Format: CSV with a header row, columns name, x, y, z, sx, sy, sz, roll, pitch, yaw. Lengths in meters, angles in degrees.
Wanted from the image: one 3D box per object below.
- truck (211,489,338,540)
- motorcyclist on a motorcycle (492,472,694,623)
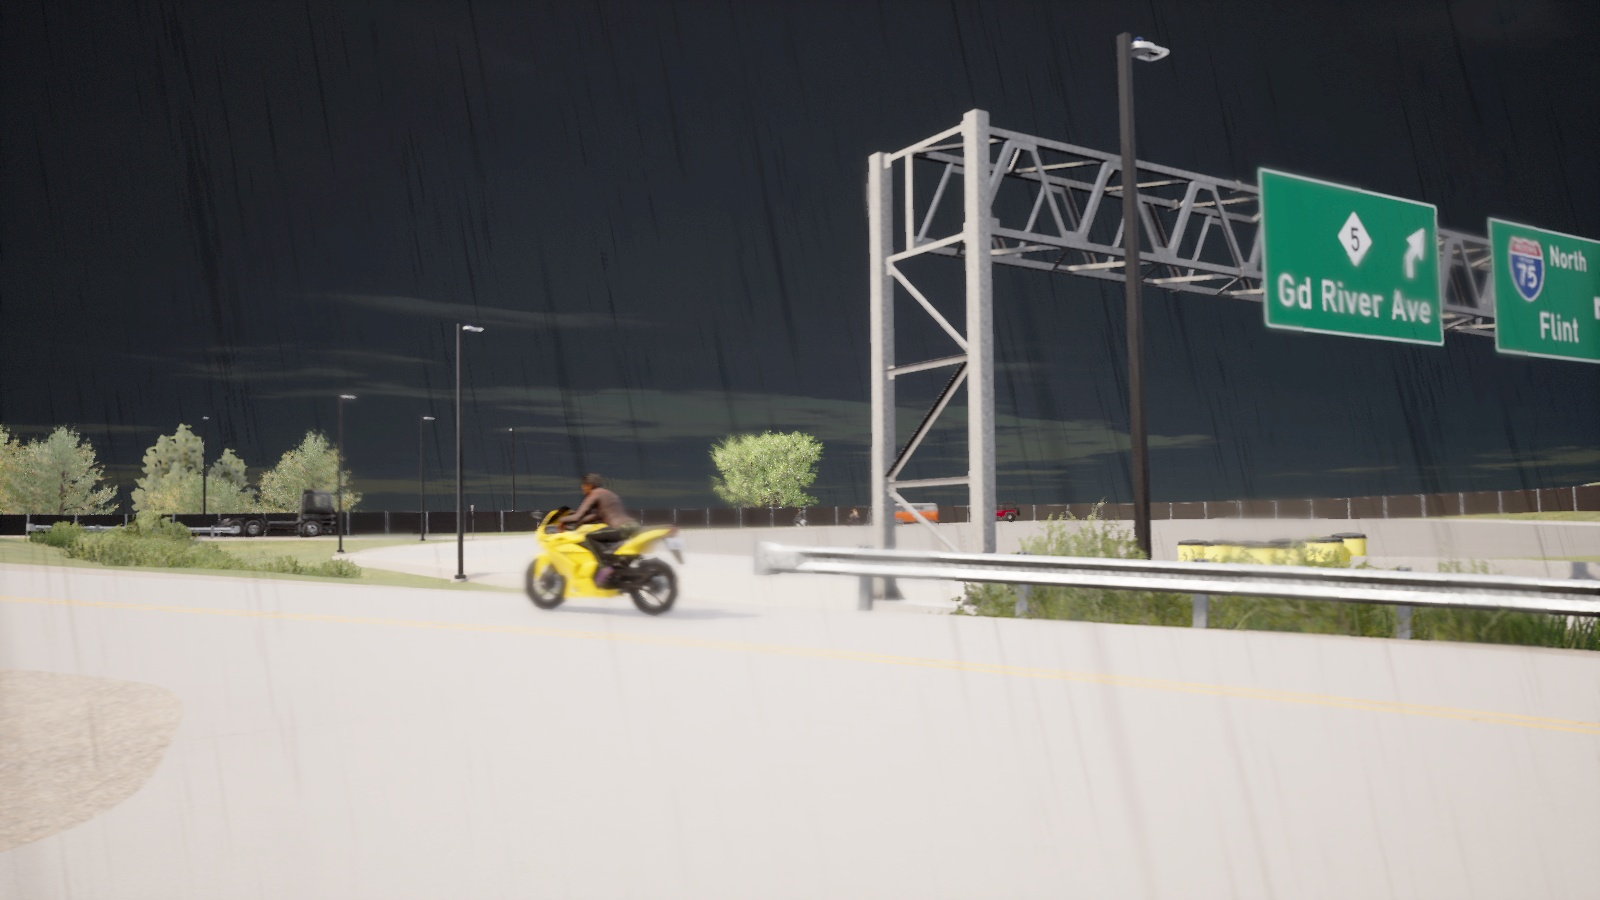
name,x,y,z,sx,sy,sz,roll,pitch,yaw
truck,-37.251,4.650,89.155,7.936,3.462,2.891,3,-5,-29
motorcyclist on a motorcycle,-2.223,1.013,13.477,2.044,1.523,0.797,-1,-2,26
